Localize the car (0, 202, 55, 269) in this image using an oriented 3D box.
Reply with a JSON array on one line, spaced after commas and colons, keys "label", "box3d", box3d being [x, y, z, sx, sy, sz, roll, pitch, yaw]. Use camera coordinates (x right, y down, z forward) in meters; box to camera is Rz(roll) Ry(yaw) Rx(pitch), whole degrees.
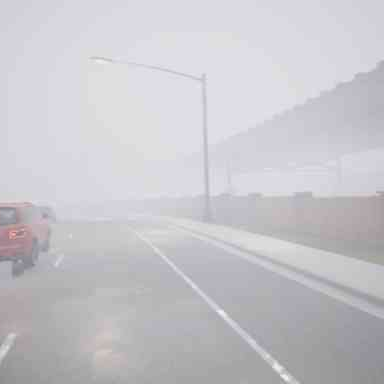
[{"label": "car", "box3d": [-6.360, 1.378, 11.559, 2.150, 2.045, 5.566, -1, 0, -16]}]
